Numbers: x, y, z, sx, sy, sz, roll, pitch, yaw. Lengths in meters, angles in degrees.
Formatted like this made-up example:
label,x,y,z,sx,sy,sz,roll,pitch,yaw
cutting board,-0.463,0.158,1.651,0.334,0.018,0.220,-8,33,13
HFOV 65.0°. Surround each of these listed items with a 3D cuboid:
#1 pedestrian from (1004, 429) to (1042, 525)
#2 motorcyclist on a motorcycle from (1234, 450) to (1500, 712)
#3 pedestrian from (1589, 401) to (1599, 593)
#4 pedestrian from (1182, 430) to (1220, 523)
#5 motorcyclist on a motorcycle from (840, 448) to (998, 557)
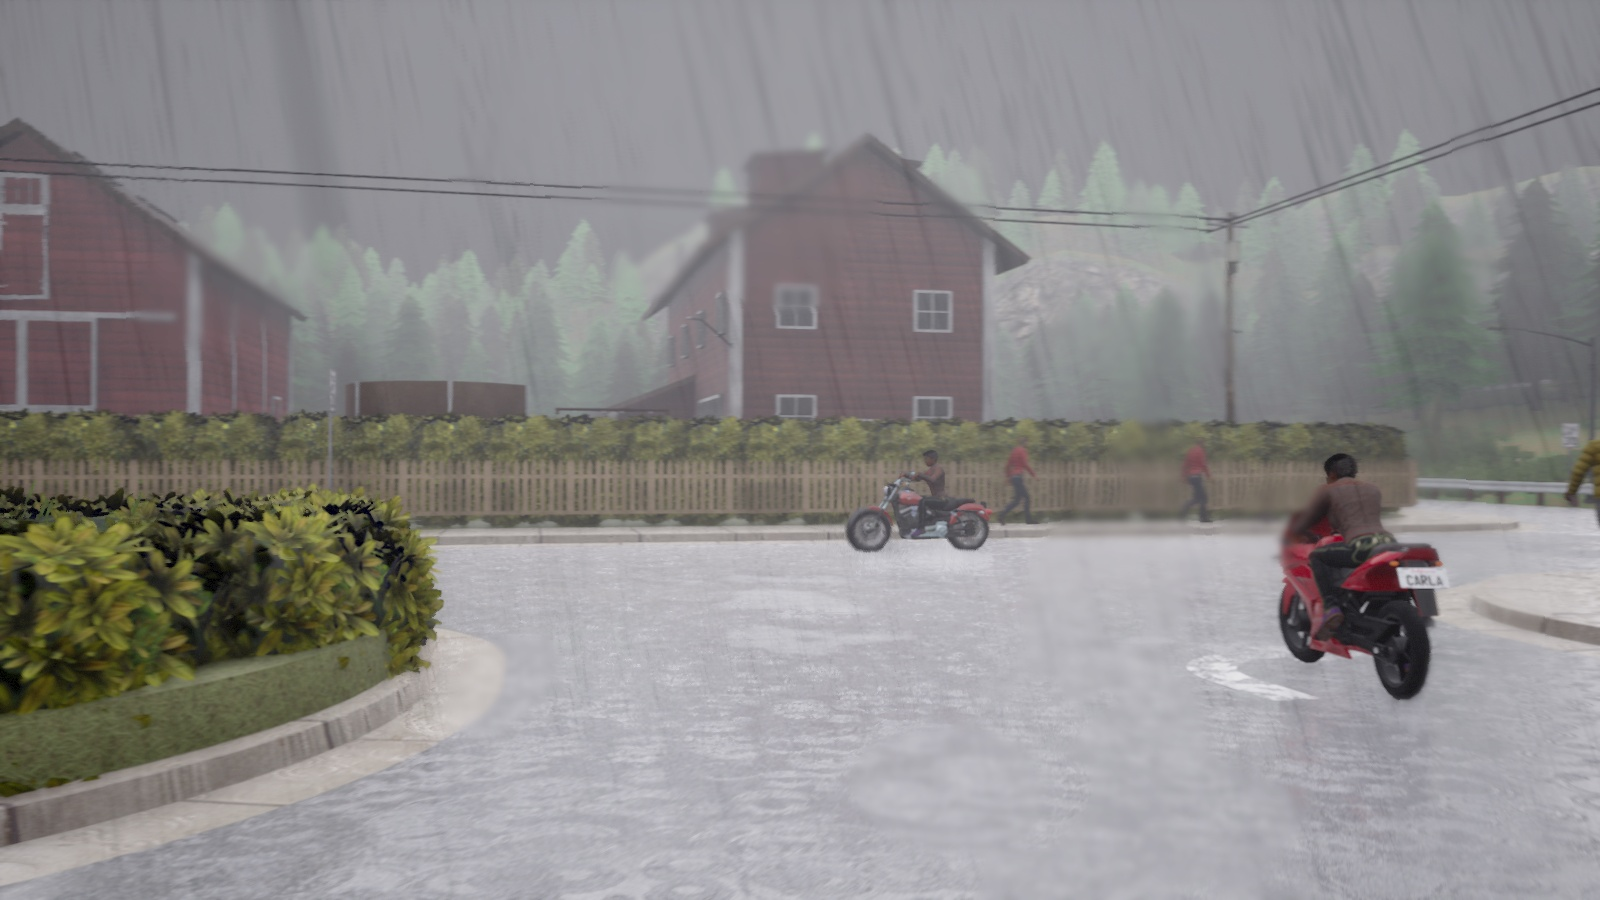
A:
label,x,y,z,sx,sy,sz,roll,pitch,yaw
pedestrian,4.330,0.523,24.399,0.636,1.846,0.331,0,0,-12
motorcyclist on a motorcycle,3.653,0.765,8.328,0.797,1.523,2.044,0,0,-1
pedestrian,7.930,0.449,12.120,0.431,1.840,0.709,0,0,23
pedestrian,8.034,0.519,25.172,0.636,1.846,0.331,0,0,-11
motorcyclist on a motorcycle,1.861,0.798,19.767,2.350,1.649,0.766,0,0,-12
